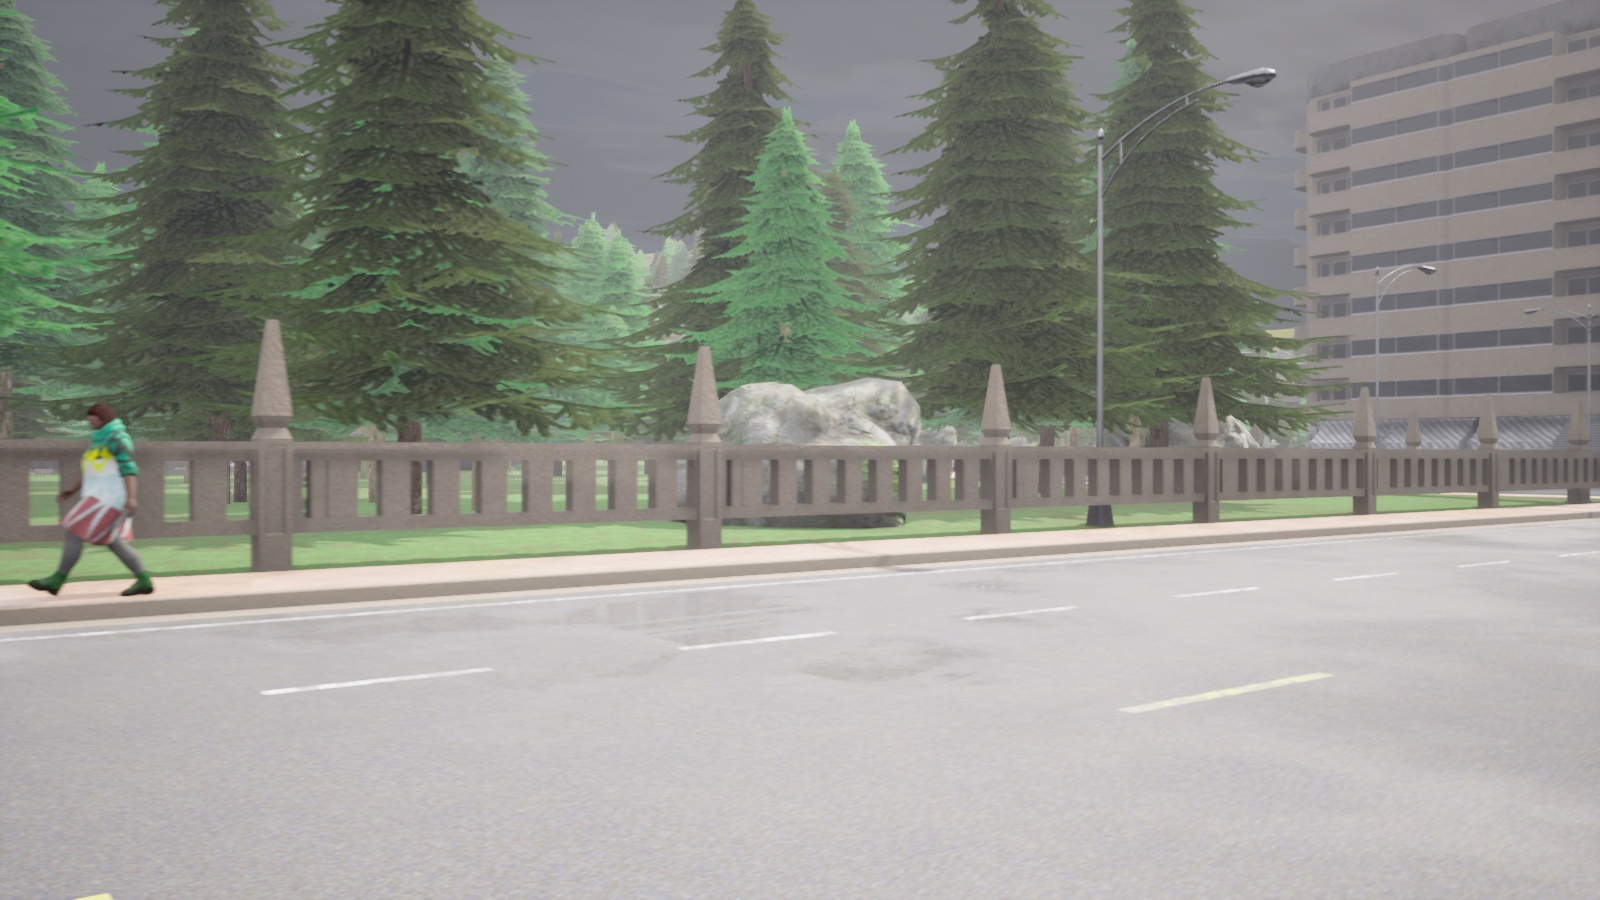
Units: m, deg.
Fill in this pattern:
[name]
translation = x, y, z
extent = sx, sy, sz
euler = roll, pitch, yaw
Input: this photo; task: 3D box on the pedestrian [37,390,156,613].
[pedestrian]
translation = -6.461, 0.451, 11.534
extent = 0.873, 1.952, 0.659
euler = 0, 0, -37
